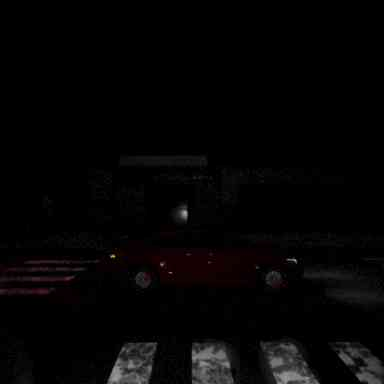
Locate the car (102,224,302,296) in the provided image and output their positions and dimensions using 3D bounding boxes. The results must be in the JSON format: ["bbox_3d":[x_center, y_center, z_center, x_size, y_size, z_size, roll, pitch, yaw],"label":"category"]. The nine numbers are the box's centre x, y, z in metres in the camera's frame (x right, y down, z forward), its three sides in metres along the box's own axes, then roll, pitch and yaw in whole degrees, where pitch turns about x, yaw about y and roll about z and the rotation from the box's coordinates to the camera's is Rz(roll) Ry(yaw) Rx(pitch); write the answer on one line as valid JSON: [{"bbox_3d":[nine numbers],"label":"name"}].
[{"bbox_3d":[0.230,1.530,8.057,4.674,1.442,1.812,0,-1,0],"label":"car"}]

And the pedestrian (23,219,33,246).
[{"bbox_3d":[-6.864,1.693,13.945,0.500,1.100,0.500,0,-1,0],"label":"pedestrian"}]
